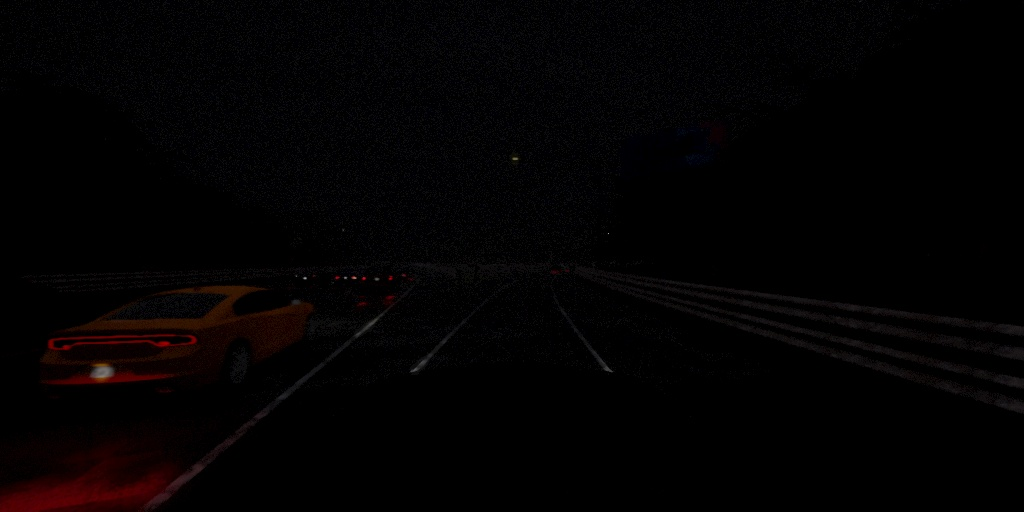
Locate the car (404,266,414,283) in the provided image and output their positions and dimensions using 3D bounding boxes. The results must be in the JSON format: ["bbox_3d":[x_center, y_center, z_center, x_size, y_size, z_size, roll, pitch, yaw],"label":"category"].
[{"bbox_3d":[-11.281,1.920,36.064,2.033,1.411,5.357,0,-1,-13],"label":"car"}]

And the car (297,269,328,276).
[{"bbox_3d":[-17.292,1.829,31.205,1.994,1.385,4.181,0,-1,-12],"label":"car"}]

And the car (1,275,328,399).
[{"bbox_3d":[-5.363,1.285,6.749,1.882,1.535,5.008,0,-1,-10],"label":"car"}]

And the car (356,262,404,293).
[{"bbox_3d":[-8.776,1.485,24.283,2.097,1.767,4.553,0,-1,-12],"label":"car"}]

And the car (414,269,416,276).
[{"bbox_3d":[-14.393,2.149,49.600,2.128,1.511,4.902,0,-1,-13],"label":"car"}]

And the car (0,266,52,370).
[{"bbox_3d":[-8.450,0.988,4.757,2.150,2.045,5.566,0,-1,-10],"label":"car"}]

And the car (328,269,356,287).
[{"bbox_3d":[-13.528,1.801,30.439,2.033,1.411,5.357,0,-1,-12],"label":"car"}]
